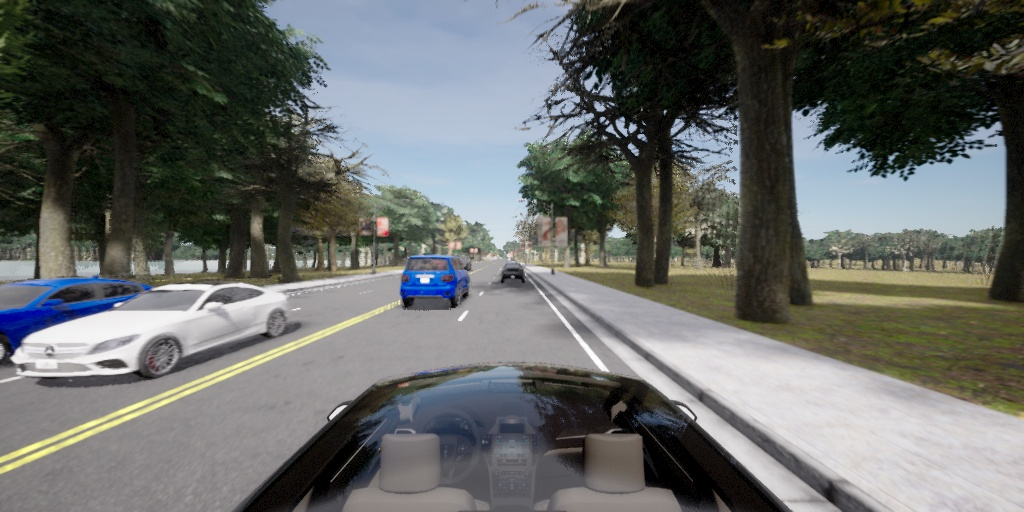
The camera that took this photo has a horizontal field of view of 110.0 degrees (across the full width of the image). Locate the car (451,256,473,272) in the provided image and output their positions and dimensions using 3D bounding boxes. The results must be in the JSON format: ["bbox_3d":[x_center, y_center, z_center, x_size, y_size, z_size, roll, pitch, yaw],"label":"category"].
[{"bbox_3d":[-6.727,1.097,48.741,2.150,2.045,5.566,0,0,0],"label":"car"}]

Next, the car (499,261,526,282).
[{"bbox_3d":[0.059,1.307,29.208,1.837,1.490,4.892,0,0,0],"label":"car"}]

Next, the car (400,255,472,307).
[{"bbox_3d":[-3.158,0.989,15.653,2.150,2.045,5.566,0,0,0],"label":"car"}]

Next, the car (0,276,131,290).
[{"bbox_3d":[-9.852,1.233,7.645,1.882,1.535,5.008,0,0,0],"label":"car"}]

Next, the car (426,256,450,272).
[{"bbox_3d":[-9.975,1.096,48.693,2.150,2.045,5.566,0,0,0],"label":"car"}]

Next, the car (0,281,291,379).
[{"bbox_3d":[-6.614,1.281,7.431,1.812,1.442,4.674,0,0,0],"label":"car"}]
